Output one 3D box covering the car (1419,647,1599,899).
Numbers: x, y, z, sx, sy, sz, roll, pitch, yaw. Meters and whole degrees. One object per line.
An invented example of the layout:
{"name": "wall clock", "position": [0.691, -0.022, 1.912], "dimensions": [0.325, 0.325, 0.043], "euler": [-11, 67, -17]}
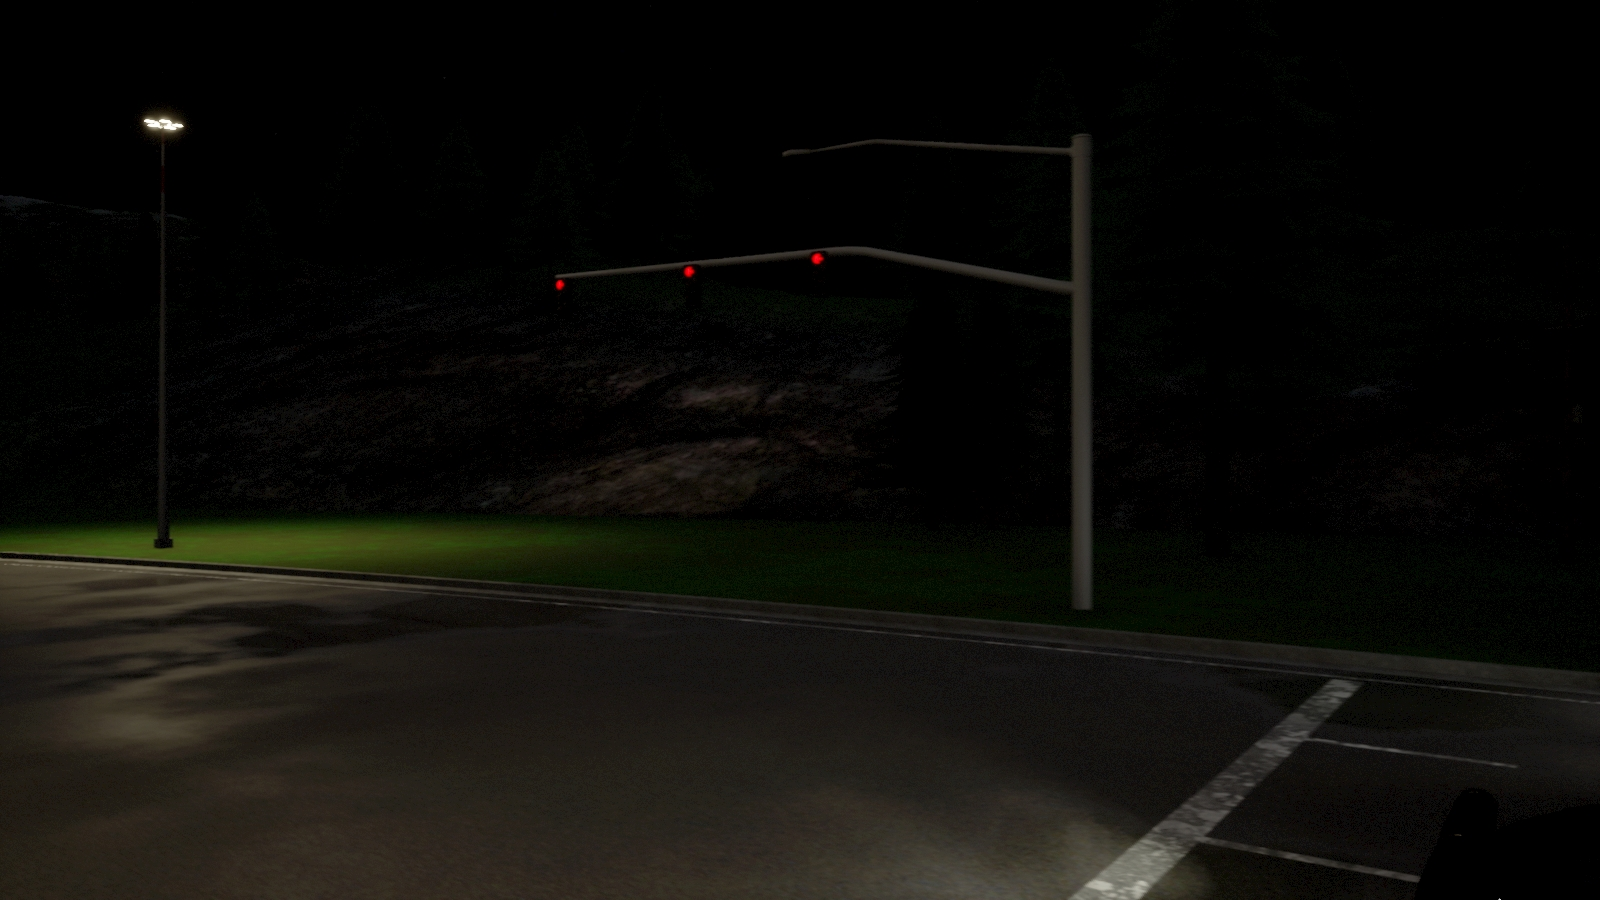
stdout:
{"name": "car", "position": [5.461, 1.981, 4.365], "dimensions": [5.238, 1.638, 2.097], "euler": [0, 0, 35]}
